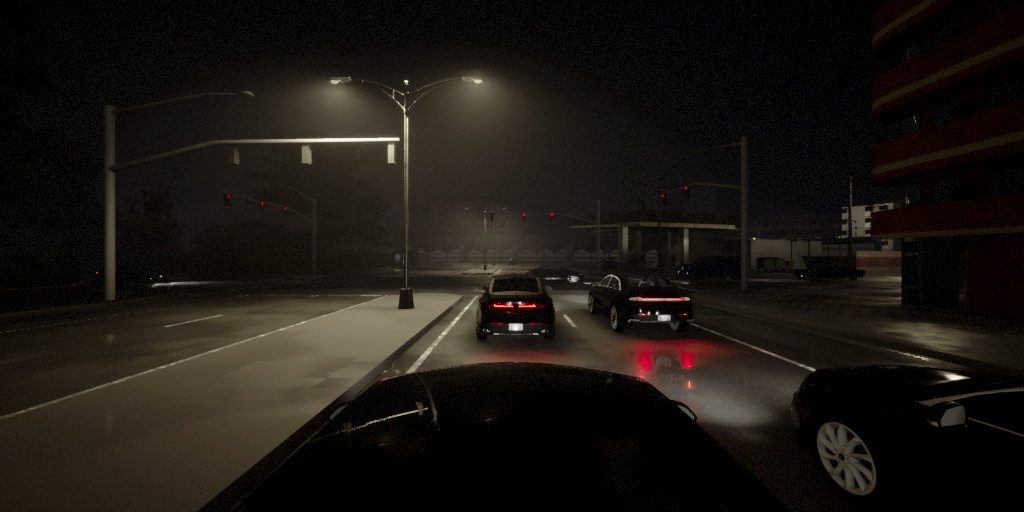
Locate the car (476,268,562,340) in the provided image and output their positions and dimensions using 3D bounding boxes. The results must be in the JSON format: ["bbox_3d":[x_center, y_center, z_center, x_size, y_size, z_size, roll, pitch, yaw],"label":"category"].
[{"bbox_3d":[0.094,1.255,10.004,1.837,1.490,4.892,0,0,0],"label":"car"}]

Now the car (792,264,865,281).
[{"bbox_3d":[26.414,1.351,30.001,4.718,1.301,1.895,0,0,-1],"label":"car"}]

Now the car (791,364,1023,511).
[{"bbox_3d":[3.600,1.255,1.452,1.837,1.490,4.892,0,0,0],"label":"car"}]

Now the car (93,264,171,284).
[{"bbox_3d":[-27.766,1.314,26.309,4.181,1.385,1.994,0,0,0],"label":"car"}]

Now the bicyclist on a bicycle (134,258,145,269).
[{"bbox_3d":[-38.235,1.053,36.726,0.582,1.620,1.656,0,0,0],"label":"bicyclist on a bicycle"}]

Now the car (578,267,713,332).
[{"bbox_3d":[3.601,1.242,10.860,2.128,1.511,4.902,0,0,0],"label":"car"}]

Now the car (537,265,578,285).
[{"bbox_3d":[3.102,1.314,26.056,4.181,1.385,1.994,0,0,0],"label":"car"}]

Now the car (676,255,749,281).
[{"bbox_3d":[16.627,0.972,29.858,5.566,2.045,2.150,0,0,-1],"label":"car"}]
